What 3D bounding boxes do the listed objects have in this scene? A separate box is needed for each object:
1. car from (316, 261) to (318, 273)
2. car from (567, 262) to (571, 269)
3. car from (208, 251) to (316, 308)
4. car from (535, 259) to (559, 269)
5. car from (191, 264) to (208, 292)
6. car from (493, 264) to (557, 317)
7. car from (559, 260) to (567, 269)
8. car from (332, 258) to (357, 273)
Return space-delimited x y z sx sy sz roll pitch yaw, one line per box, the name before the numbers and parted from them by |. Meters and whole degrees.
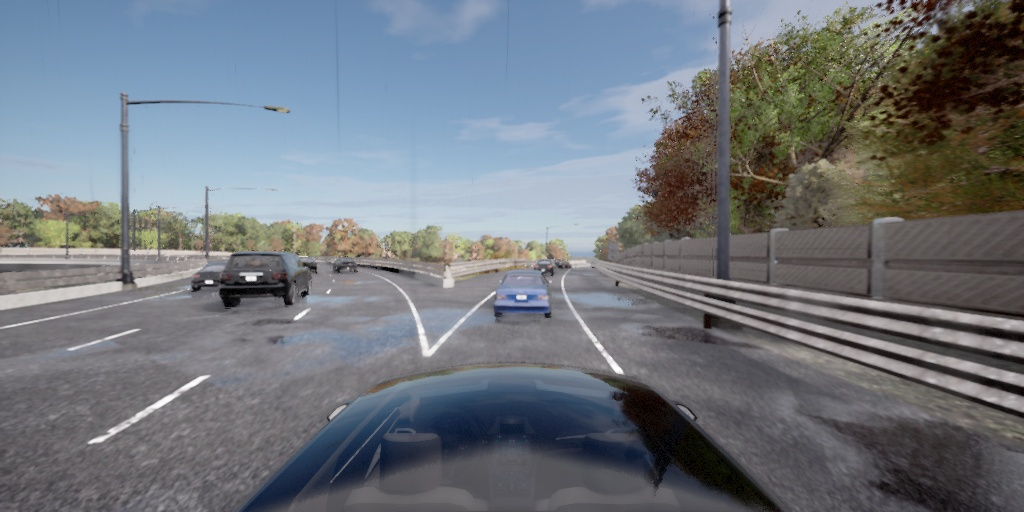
car | -20.166 0.886 34.940 1.882 1.535 5.008 0 1 -33
car | 8.644 1.536 61.519 1.895 1.301 4.718 0 -2 12
car | -9.787 0.834 14.665 2.150 2.045 5.566 0 0 -21
car | 3.049 1.007 32.685 1.812 1.442 4.674 0 0 10
car | -15.648 1.082 19.501 1.812 1.442 4.674 0 1 -24
car | 0.450 1.201 12.711 2.033 1.411 5.357 0 1 4
car | 5.970 1.128 47.942 1.895 1.301 4.718 0 -1 11
car | -17.134 0.904 36.672 1.837 1.490 4.892 0 0 -33
